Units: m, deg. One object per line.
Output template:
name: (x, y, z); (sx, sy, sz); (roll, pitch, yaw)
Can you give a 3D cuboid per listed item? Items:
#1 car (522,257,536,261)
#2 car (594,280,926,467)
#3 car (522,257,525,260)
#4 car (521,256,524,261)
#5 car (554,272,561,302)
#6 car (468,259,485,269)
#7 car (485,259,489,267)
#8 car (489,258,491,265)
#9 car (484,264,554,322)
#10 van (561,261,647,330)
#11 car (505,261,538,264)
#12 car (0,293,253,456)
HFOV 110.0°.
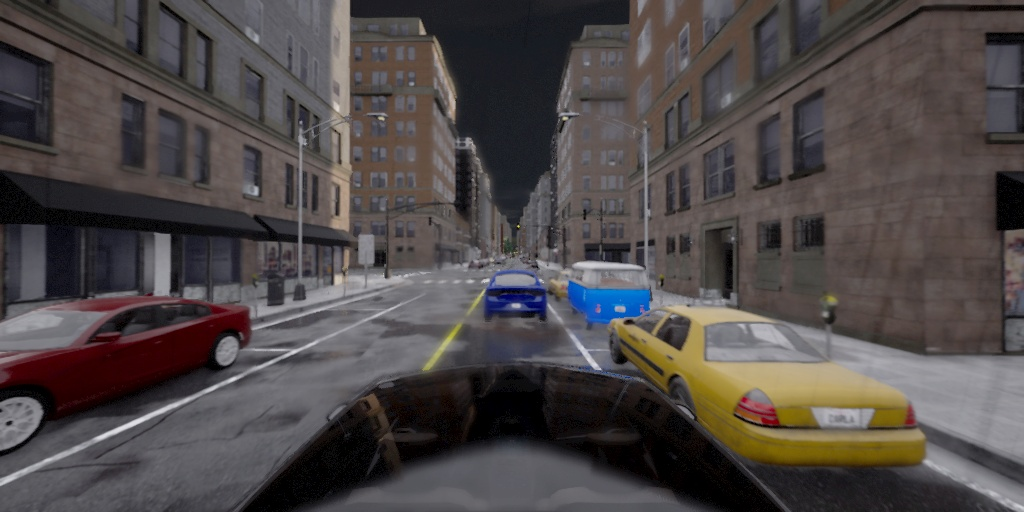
car: (2.979, 1.224, 54.055); (1.948, 1.339, 4.313); (0, 0, 1)
car: (2.668, 1.270, 5.214); (1.751, 1.417, 4.829); (0, 0, 0)
car: (3.049, 1.192, 59.585); (1.888, 1.381, 4.507); (0, 0, 1)
car: (3.118, 1.187, 65.115); (2.007, 1.370, 4.403); (0, 0, 1)
car: (2.667, 1.251, 16.561); (1.751, 1.417, 4.829); (0, 0, 0)
car: (-5.547, 1.241, 54.159); (1.802, 1.307, 4.207); (0, 0, 1)
car: (-5.477, 1.214, 59.688); (1.948, 1.339, 4.313); (0, 0, 1)
car: (-5.406, 1.188, 65.216); (2.007, 1.370, 4.403); (0, 0, 1)
car: (0.084, 1.210, 12.298); (1.882, 1.535, 5.008); (0, 0, -1)
van: (2.668, 1.076, 10.717); (1.690, 1.789, 3.998); (0, 0, 0)
car: (0.831, 1.309, 26.985); (1.895, 1.301, 4.718); (0, 0, 12)
car: (-5.858, 1.290, 5.046); (1.888, 1.381, 4.507); (0, 0, 0)
